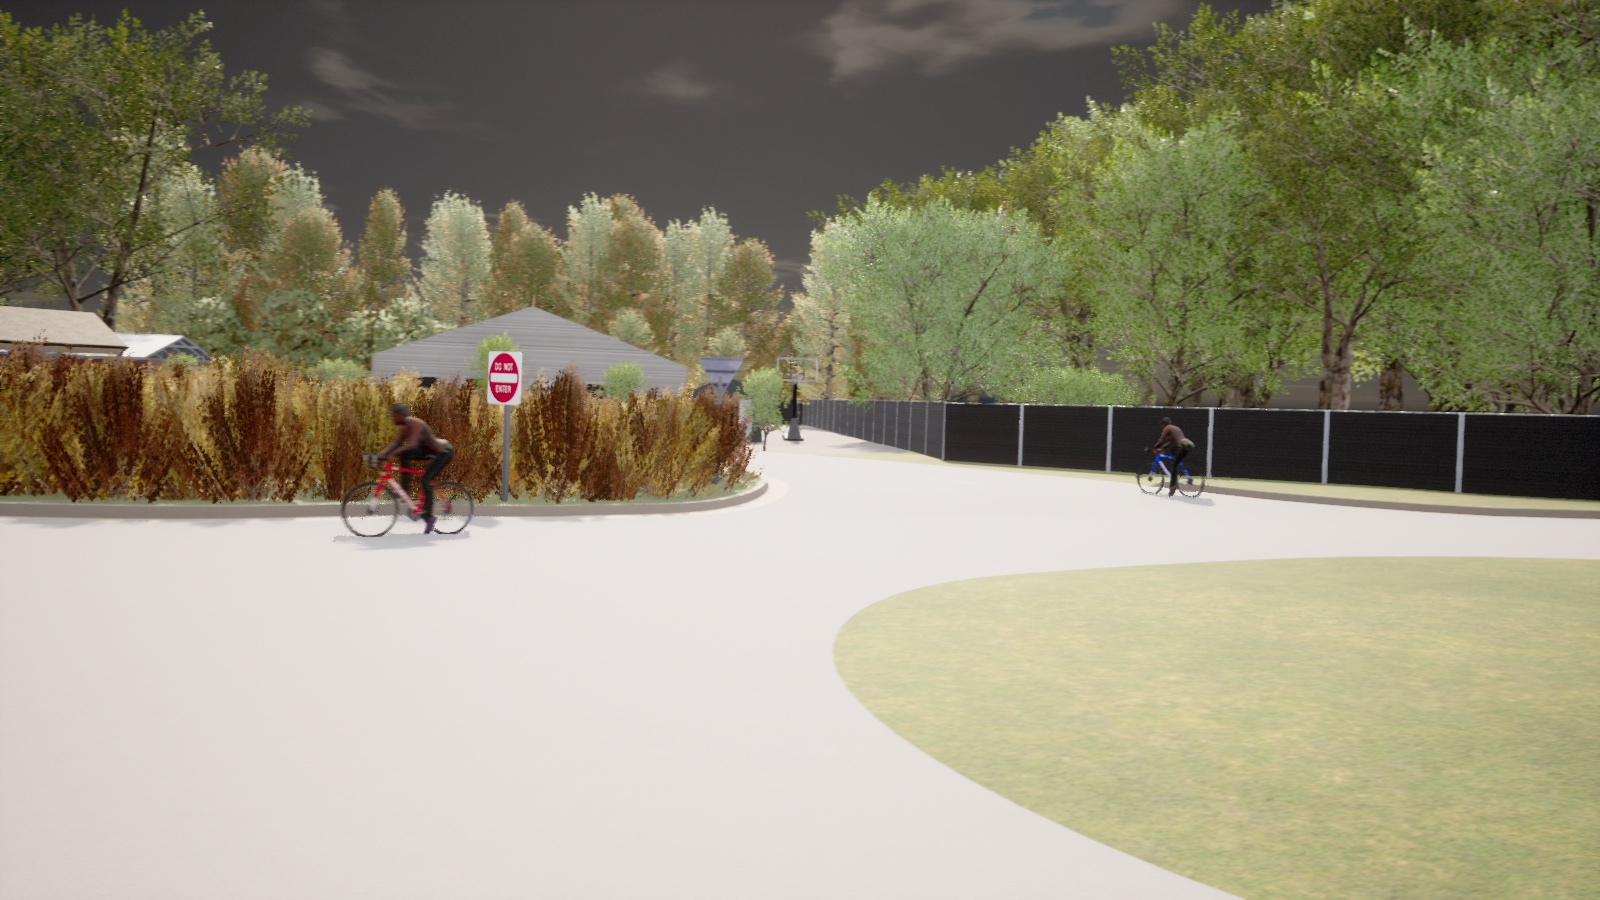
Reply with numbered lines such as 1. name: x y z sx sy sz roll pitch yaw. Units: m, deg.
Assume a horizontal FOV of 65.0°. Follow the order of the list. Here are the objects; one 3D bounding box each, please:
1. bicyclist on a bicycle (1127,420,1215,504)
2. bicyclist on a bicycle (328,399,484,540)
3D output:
1. bicyclist on a bicycle: 7.555 0.217 25.623 0.582 1.620 1.656 0 2 -37
2. bicyclist on a bicycle: -4.765 0.223 15.236 1.656 1.620 0.582 1 2 -38
